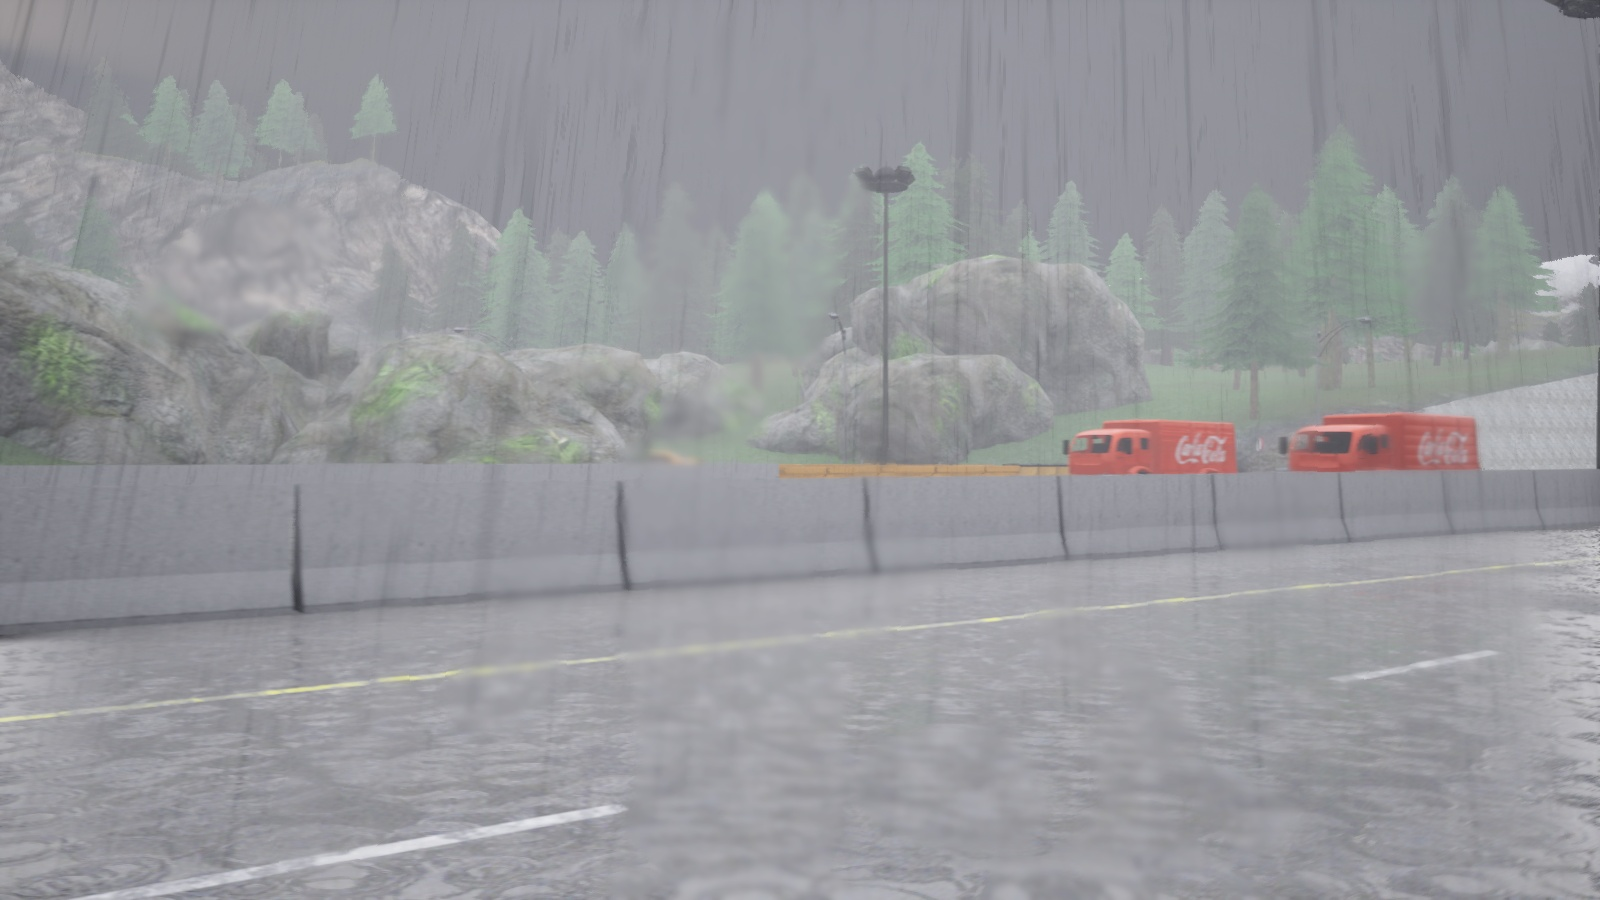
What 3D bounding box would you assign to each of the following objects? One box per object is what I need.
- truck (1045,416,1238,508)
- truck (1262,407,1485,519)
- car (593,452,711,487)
[{"bbox_3d":[9.863,0.330,36.112,5.204,2.467,2.627,0,0,-35],"label":"truck"},{"bbox_3d":[13.928,0.307,30.411,5.204,2.467,2.627,0,0,-35],"label":"truck"},{"bbox_3d":[-6.734,0.858,57.070,5.008,1.535,1.882,0,0,20],"label":"car"}]
